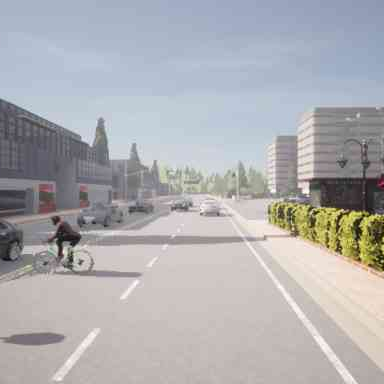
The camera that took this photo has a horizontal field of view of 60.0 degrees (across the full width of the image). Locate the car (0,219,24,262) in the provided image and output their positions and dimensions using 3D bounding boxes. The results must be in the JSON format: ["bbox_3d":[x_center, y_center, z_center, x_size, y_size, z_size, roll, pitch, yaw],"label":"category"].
[{"bbox_3d":[-6.694,1.505,9.363,1.837,1.490,4.892,0,0,3],"label":"car"}]

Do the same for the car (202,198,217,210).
[{"bbox_3d":[2.342,1.526,44.107,1.812,1.442,4.674,0,0,5],"label":"car"}]

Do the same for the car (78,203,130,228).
[{"bbox_3d":[-5.959,1.492,22.162,2.128,1.511,4.902,0,0,4],"label":"car"}]

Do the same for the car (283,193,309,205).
[{"bbox_3d":[17.035,1.156,52.969,3.866,1.878,1.905,0,0,2],"label":"car"}]

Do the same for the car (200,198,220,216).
[{"bbox_3d":[1.769,1.526,32.987,1.812,1.442,4.674,0,0,3],"label":"car"}]

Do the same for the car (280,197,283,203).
[{"bbox_3d":[17.168,1.153,55.860,4.605,1.855,1.932,0,0,2],"label":"car"}]

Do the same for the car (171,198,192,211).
[{"bbox_3d":[-1.388,1.601,39.952,1.895,1.301,4.718,0,0,3],"label":"car"}]

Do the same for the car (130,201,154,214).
[{"bbox_3d":[-5.273,1.601,34.910,1.895,1.301,4.718,0,0,4],"label":"car"}]

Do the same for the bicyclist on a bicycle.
[{"bbox_3d":[-3.498,1.455,8.981,1.656,1.620,0.582,-2,0,2],"label":"bicyclist on a bicycle"}]
